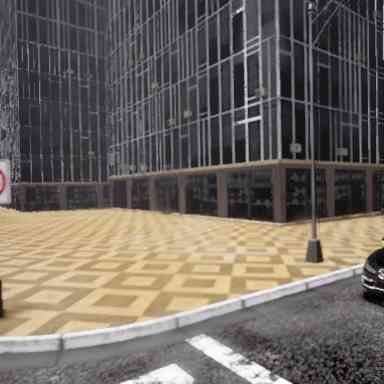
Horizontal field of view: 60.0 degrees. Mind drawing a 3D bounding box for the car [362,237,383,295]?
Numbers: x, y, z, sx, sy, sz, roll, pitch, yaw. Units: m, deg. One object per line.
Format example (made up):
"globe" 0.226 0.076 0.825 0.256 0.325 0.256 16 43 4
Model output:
"car" 5.751 1.419 7.477 4.892 1.490 1.837 -1 0 -35
